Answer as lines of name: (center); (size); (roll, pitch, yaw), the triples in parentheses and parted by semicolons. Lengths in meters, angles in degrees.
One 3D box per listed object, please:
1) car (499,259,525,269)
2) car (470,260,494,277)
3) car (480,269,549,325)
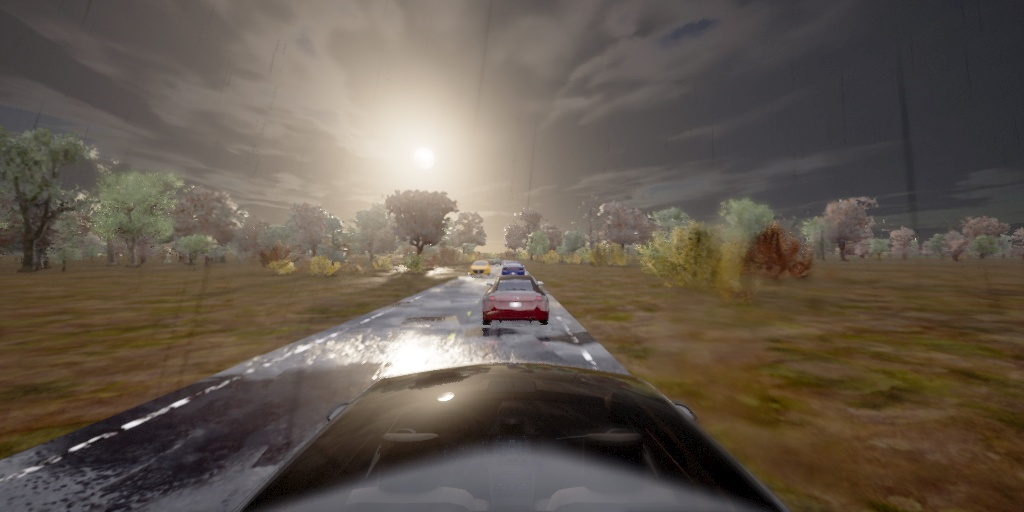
car: (0.090, 1.225, 30.614); (1.882, 1.535, 5.008); (0, 0, 0)
car: (-3.104, 1.222, 35.949); (1.882, 1.535, 5.008); (0, 0, 0)
car: (0.096, 1.314, 11.895); (1.994, 1.385, 4.181); (0, 0, 0)
